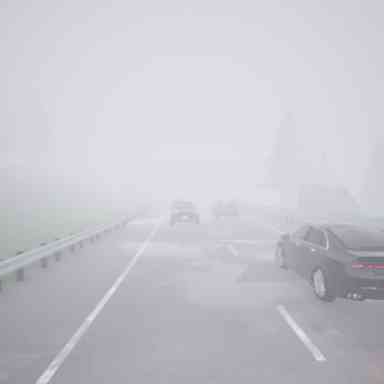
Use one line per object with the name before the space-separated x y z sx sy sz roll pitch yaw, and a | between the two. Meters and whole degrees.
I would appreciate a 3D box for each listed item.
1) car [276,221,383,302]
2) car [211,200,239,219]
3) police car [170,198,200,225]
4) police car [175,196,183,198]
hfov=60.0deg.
car | 3.491 1.490 8.211 1.837 1.490 4.892 0 0 -1
car | 2.730 1.449 28.254 2.128 1.511 4.902 0 0 -3
police car | -0.546 1.473 23.960 2.038 1.542 4.974 0 0 -3
police car | -1.656 1.366 42.373 1.930 1.638 5.238 0 0 -4
